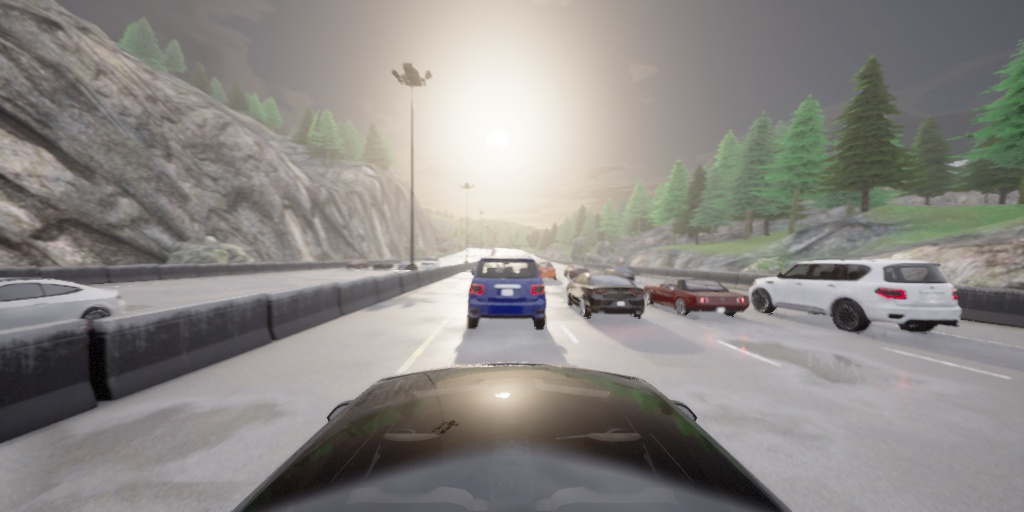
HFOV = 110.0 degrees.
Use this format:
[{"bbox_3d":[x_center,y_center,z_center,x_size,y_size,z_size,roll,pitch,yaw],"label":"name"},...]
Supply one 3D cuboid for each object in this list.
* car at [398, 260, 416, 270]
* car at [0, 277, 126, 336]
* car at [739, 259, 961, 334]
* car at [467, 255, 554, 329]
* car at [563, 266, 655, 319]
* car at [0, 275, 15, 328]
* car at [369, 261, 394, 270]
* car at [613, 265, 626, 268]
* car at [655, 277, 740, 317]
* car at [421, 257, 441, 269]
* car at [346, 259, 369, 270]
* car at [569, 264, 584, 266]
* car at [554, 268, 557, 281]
[{"bbox_3d":[-15.360,1.332,52.745,1.812,1.442,4.674,1,0,-1],"label":"car"},{"bbox_3d":[-10.782,1.178,7.270,1.812,1.442,4.674,1,0,-1],"label":"car"},{"bbox_3d":[10.316,1.128,11.535,2.150,2.045,5.566,1,0,-1],"label":"car"},{"bbox_3d":[-0.199,1.011,11.577,2.150,2.045,5.566,1,0,-2],"label":"car"},{"bbox_3d":[3.263,1.313,13.404,1.882,1.535,5.008,1,0,-1],"label":"car"},{"bbox_3d":[-14.289,1.178,7.512,1.994,1.385,4.181,1,0,-1],"label":"car"},{"bbox_3d":[-18.859,1.383,52.629,1.895,1.301,4.718,1,0,-1],"label":"car"},{"bbox_3d":[9.754,1.555,33.128,1.994,1.385,4.181,1,0,-1],"label":"car"},{"bbox_3d":[6.750,1.478,13.894,1.895,1.301,4.718,1,0,-1],"label":"car"},{"bbox_3d":[-11.858,1.112,52.807,2.150,2.045,5.566,1,0,-1],"label":"car"},{"bbox_3d":[-22.352,1.193,52.301,1.882,1.535,5.008,1,0,-1],"label":"car"},{"bbox_3d":[6.216,1.484,34.592,1.812,1.442,4.674,1,0,-1],"label":"car"},{"bbox_3d":[2.764,1.264,32.750,2.097,1.767,4.553,1,0,-1],"label":"car"}]
